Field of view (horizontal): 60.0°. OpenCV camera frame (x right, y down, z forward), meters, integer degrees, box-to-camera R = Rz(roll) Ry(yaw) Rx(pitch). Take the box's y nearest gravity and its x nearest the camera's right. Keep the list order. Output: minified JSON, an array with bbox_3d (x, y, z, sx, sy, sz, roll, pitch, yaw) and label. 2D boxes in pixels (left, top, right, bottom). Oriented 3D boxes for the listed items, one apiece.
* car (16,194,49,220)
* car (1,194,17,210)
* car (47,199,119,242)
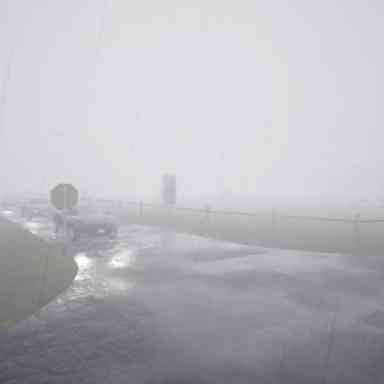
[{"bbox_3d":[-10.912,1.118,23.607,1.837,1.490,4.892,1,0,-36],"label":"car"},{"bbox_3d":[-17.728,0.950,33.150,1.812,1.442,4.674,1,0,-36],"label":"car"},{"bbox_3d":[-5.007,1.252,15.317,1.882,1.535,5.008,1,0,-34],"label":"car"}]
